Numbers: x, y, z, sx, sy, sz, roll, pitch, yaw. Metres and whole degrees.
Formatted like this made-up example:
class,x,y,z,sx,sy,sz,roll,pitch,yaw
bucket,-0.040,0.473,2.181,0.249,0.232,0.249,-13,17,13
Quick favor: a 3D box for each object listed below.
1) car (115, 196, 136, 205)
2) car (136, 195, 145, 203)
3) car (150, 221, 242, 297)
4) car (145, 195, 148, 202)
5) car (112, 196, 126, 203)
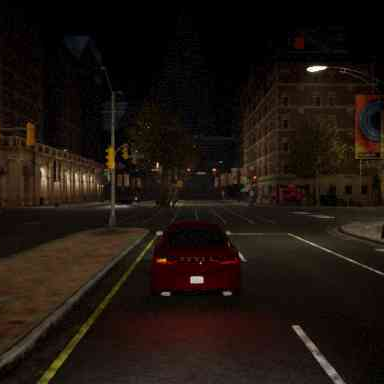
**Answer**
class,x,y,z,sx,sy,sz,roll,pitch,yaw
car,-11.754,1.601,58.714,1.895,1.301,4.718,0,0,0
car,-11.730,1.540,68.787,2.033,1.411,5.357,0,0,0
car,0.054,1.478,8.640,1.882,1.535,5.008,0,0,-1
car,-11.766,1.478,79.267,1.882,1.535,5.008,0,0,0
car,-14.980,1.595,68.842,1.895,1.301,4.718,0,0,0
